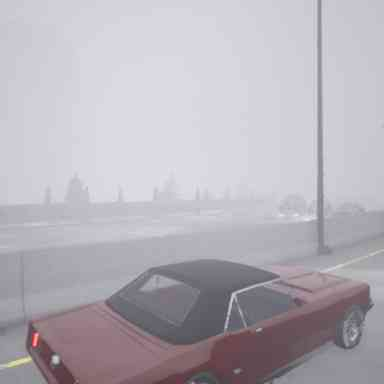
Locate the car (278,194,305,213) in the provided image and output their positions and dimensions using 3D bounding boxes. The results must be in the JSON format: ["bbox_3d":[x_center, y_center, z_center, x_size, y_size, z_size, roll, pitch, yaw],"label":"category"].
[{"bbox_3d":[11.655,1.249,38.189,2.150,2.045,5.566,0,0,31],"label":"car"}]

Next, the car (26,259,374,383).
[{"bbox_3d":[0.538,1.609,4.470,4.718,1.301,1.895,0,0,-39],"label":"car"}]

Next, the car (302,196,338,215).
[{"bbox_3d":[13.249,1.508,34.243,2.128,1.511,4.902,0,0,33],"label":"car"}]

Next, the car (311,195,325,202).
[{"bbox_3d":[27.324,1.416,72.294,1.812,1.442,4.674,0,0,7],"label":"car"}]

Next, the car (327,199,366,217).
[{"bbox_3d":[13.487,1.551,28.312,2.033,1.411,5.357,0,0,36],"label":"car"}]

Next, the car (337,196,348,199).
[{"bbox_3d":[29.969,1.526,66.436,2.128,1.511,4.902,0,0,10],"label":"car"}]
